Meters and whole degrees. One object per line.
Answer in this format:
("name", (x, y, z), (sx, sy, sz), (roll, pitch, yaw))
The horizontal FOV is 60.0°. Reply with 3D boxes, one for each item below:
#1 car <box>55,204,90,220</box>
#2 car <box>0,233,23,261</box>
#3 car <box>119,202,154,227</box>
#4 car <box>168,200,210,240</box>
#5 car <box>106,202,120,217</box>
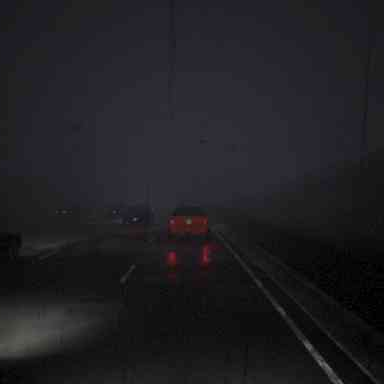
("car", (-11.148, 1.812, 31.299), (2.033, 1.411, 5.357), (0, 0, -2))
("car", (-6.977, 1.686, 9.847), (1.895, 1.301, 4.718), (0, 0, -1))
("car", (-3.909, 1.686, 24.887), (1.882, 1.535, 5.008), (0, 0, -2))
("car", (-0.215, 1.503, 18.250), (2.097, 1.767, 4.553), (0, -1, -2))
("car", (-7.780, 1.821, 35.225), (1.812, 1.442, 4.674), (0, 0, -2))
